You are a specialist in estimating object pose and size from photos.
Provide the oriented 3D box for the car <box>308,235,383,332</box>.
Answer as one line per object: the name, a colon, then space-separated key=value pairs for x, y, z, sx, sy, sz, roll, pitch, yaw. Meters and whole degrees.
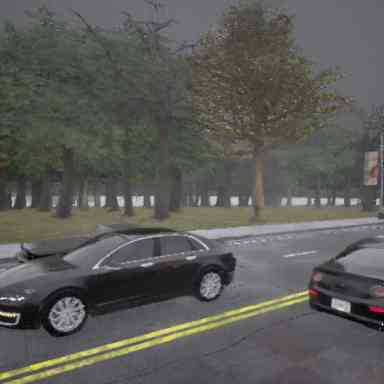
car: x=4.138 y=1.572 z=6.391 sx=4.674 sy=1.442 sz=1.812 roll=0 pitch=0 yaw=-35

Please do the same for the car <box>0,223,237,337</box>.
car: x=-1.266 y=1.523 z=6.771 sx=4.892 sy=1.490 sz=1.837 roll=0 pitch=0 yaw=-35
